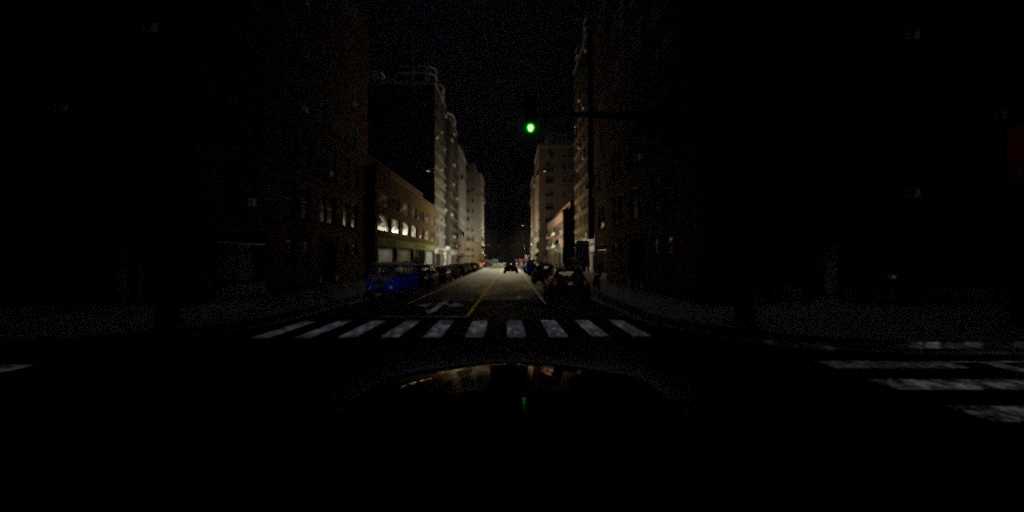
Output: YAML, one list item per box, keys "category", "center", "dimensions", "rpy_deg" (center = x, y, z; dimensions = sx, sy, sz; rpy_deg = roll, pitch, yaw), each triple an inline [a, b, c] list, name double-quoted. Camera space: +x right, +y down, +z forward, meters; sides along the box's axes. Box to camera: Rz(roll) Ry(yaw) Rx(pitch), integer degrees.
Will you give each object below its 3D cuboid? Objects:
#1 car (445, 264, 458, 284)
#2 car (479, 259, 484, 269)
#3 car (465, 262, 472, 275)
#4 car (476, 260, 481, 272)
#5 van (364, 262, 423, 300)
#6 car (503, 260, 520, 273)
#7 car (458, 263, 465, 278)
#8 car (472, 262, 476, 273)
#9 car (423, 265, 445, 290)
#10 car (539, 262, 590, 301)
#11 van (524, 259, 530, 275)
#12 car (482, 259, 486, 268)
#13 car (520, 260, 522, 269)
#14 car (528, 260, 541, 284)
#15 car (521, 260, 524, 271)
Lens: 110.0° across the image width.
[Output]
- category: "car"
  center: [-5.955, 1.487, 29.298]
  dimensions: [1.948, 1.339, 4.313]
  rpy_deg: [0, 0, 0]
- category: "car"
  center: [-6.069, 1.631, 57.639]
  dimensions: [1.888, 1.381, 4.507]
  rpy_deg: [0, 0, 0]
- category: "car"
  center: [-6.001, 1.555, 40.635]
  dimensions: [1.948, 1.339, 4.313]
  rpy_deg: [0, 0, 0]
- category: "car"
  center: [-6.046, 1.620, 51.971]
  dimensions: [1.948, 1.339, 4.313]
  rpy_deg: [0, 0, 0]
- category: "van"
  center: [-5.909, 1.193, 17.962]
  dimensions: [1.690, 1.789, 3.998]
  rpy_deg: [0, 0, 0]
- category: "car"
  center: [-0.172, 1.553, 47.967]
  dimensions: [1.812, 1.442, 4.674]
  rpy_deg: [0, 0, 0]
- category: "car"
  center: [-5.978, 1.537, 34.966]
  dimensions: [1.802, 1.307, 4.207]
  rpy_deg: [0, 0, 0]
- category: "car"
  center: [-6.023, 1.547, 46.132]
  dimensions: [1.751, 1.417, 4.829]
  rpy_deg: [0, 0, 0]
- category: "car"
  center: [-5.932, 1.327, 23.630]
  dimensions: [1.967, 1.591, 4.097]
  rpy_deg: [0, 0, 0]
- category: "car"
  center: [2.616, 1.287, 17.998]
  dimensions: [1.967, 1.591, 4.097]
  rpy_deg: [0, 0, 0]
- category: "van"
  center: [2.525, 1.324, 40.675]
  dimensions: [1.690, 1.789, 3.998]
  rpy_deg: [0, 0, 0]
- category: "car"
  center: [-6.091, 1.643, 63.137]
  dimensions: [1.751, 1.417, 4.829]
  rpy_deg: [0, 0, 0]
- category: "car"
  center: [2.479, 1.599, 52.013]
  dimensions: [2.007, 1.370, 4.403]
  rpy_deg: [0, 0, 0]
- category: "car"
  center: [2.571, 1.355, 29.336]
  dimensions: [1.967, 1.591, 4.097]
  rpy_deg: [0, 0, 0]
- category: "car"
  center: [2.501, 1.541, 46.513]
  dimensions: [1.751, 1.417, 4.829]
  rpy_deg: [0, 0, 0]
